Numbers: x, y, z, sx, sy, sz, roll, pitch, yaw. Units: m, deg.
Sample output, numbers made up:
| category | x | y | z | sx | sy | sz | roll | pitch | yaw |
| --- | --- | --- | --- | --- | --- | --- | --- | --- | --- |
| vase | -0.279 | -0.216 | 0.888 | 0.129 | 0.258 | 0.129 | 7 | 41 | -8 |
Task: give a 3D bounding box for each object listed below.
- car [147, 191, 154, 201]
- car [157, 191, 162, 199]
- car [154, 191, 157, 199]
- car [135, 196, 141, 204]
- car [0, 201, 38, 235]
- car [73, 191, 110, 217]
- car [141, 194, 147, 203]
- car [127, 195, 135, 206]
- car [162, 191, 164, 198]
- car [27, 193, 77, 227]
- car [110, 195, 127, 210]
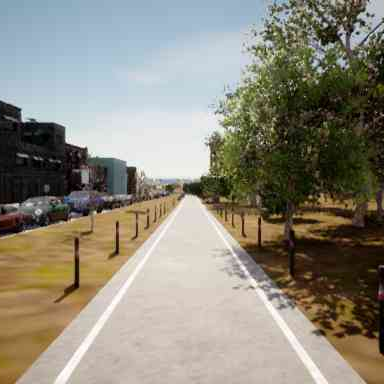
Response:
| category | x | y | z | sx | sy | sz | roll | pitch | yaw |
| --- | --- | --- | --- | --- | --- | --- | --- | --- | --- |
| car | -9.183 | 1.057 | 64.229 | 2.097 | 1.535 | 5.008 | 0 | 0 | 2 |
| car | -9.239 | 0.759 | 79.660 | 2.435 | 2.045 | 5.566 | 0 | 0 | 0 |
| car | -9.204 | 1.020 | 69.777 | 2.097 | 1.535 | 5.008 | 0 | 0 | 2 |
| car | -9.123 | 1.149 | 47.595 | 2.097 | 1.535 | 5.008 | 0 | 0 | 2 |
| car | -8.990 | 1.297 | 14.287 | 2.163 | 1.488 | 4.792 | 1 | 0 | 2 |
| car | -9.050 | 0.945 | 27.544 | 2.435 | 2.045 | 5.566 | 0 | 0 | 2 |
| car | -9.154 | 1.102 | 53.976 | 1.946 | 1.575 | 5.366 | 0 | 0 | 2 |
| car | -9.103 | 1.176 | 42.039 | 2.231 | 1.521 | 4.892 | 0 | 1 | 2 |
| car | -9.264 | 1.013 | 86.406 | 2.002 | 1.452 | 4.674 | 0 | 0 | 0 |
| car | -9.020 | 1.101 | 19.891 | 2.185 | 1.767 | 4.553 | 0 | 0 | 2 |
| car | -9.083 | 1.182 | 36.498 | 2.097 | 1.535 | 5.008 | 0 | 0 | 2 |
